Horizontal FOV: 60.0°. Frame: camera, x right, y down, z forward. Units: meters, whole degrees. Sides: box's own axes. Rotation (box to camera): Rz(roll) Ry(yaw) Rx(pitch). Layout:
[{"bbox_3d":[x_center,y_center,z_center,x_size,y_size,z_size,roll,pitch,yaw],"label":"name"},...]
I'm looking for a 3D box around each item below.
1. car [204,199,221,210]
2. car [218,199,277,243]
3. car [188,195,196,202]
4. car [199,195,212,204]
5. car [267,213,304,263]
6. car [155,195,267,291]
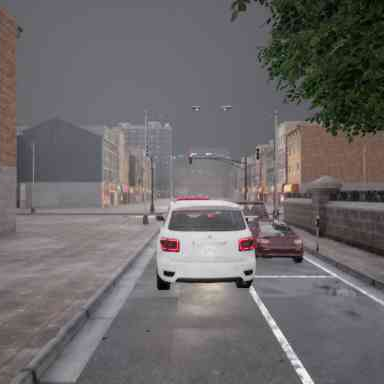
[{"bbox_3d":[2.617,1.600,43.602,1.887,1.381,4.507,1,0,0],"label":"car"},{"bbox_3d":[2.636,1.324,17.172,2.192,1.841,5.009,1,0,0],"label":"car"},{"bbox_3d":[-0.052,1.544,83.791,2.097,1.767,4.553,0,0,0],"label":"car"},{"bbox_3d":[2.605,1.433,65.352,2.192,1.841,5.009,1,0,0],"label":"car"},{"bbox_3d":[2.636,1.586,11.723,1.802,1.307,4.206,1,0,0],"label":"car"},{"bbox_3d":[0.174,1.225,9.227,2.150,2.045,5.566,0,0,-4],"label":"car"}]
